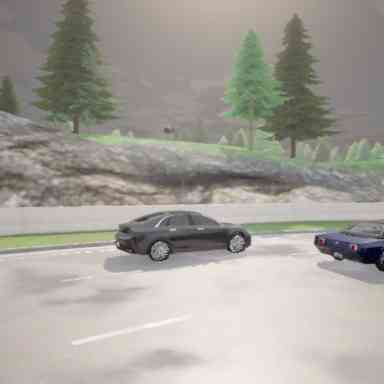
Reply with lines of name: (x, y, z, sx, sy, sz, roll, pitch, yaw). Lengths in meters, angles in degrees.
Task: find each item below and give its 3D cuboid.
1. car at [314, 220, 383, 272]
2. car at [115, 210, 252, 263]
car: (6.290, 1.536, 10.346, 4.718, 1.301, 1.895, 0, 0, -21)
car: (-0.164, 1.401, 11.539, 4.892, 1.490, 1.837, 0, 0, -28)
